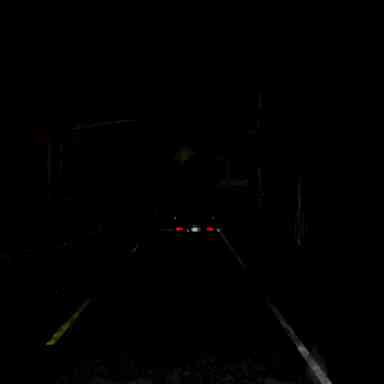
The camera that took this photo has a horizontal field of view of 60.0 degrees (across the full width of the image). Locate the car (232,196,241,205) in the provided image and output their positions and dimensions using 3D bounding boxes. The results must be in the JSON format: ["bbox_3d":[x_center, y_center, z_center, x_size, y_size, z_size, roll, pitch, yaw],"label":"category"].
[{"bbox_3d":[8.869,0.997,51.015,4.605,1.855,1.932,0,0,-1],"label":"car"}]

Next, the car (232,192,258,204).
[{"bbox_3d":[8.455,0.991,53.526,3.866,1.878,1.905,0,0,-1],"label":"car"}]

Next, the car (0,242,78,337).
[{"bbox_3d":[-3.560,1.585,5.386,1.895,1.301,4.718,0,0,0],"label":"car"}]

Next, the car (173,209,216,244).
[{"bbox_3d":[0.105,1.502,15.436,2.033,1.411,5.357,0,0,0],"label":"car"}]
